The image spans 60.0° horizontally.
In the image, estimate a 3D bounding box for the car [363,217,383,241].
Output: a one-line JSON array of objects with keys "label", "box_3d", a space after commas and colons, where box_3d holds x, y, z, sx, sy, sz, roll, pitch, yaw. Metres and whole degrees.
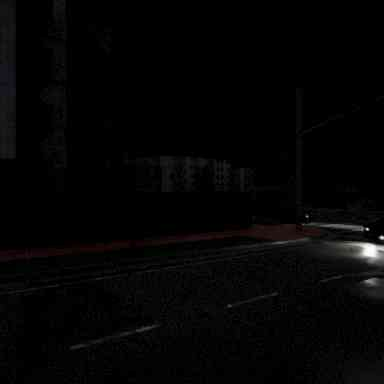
[{"label": "car", "box_3d": [10.194, 1.547, 15.582, 5.357, 1.411, 2.033, 0, 0, -36]}]

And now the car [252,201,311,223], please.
[{"label": "car", "box_3d": [6.817, 1.492, 25.820, 2.128, 1.511, 4.902, 0, 0, -36]}]
